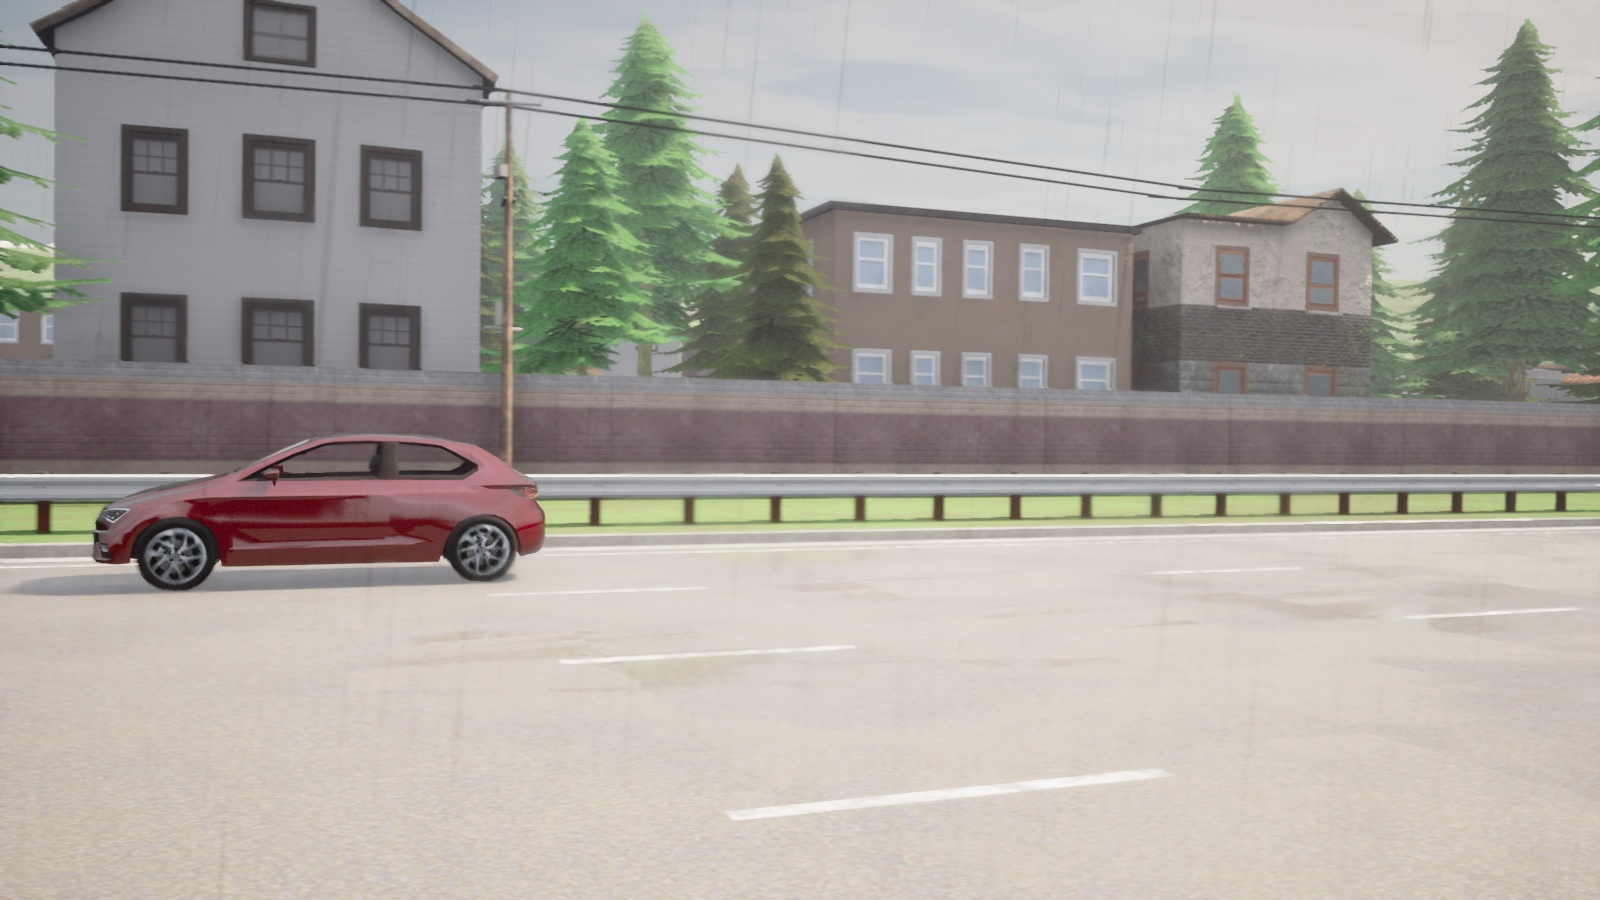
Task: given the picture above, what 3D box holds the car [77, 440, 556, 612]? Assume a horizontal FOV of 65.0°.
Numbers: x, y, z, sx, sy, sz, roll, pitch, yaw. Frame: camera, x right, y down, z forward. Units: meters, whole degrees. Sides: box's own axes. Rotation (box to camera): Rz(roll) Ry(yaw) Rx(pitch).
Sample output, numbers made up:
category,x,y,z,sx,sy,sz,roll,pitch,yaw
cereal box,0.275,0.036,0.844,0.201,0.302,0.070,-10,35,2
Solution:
category,x,y,z,sx,sy,sz,roll,pitch,yaw
car,-4.731,0.659,12.674,4.193,1.474,1.816,-1,1,-21
